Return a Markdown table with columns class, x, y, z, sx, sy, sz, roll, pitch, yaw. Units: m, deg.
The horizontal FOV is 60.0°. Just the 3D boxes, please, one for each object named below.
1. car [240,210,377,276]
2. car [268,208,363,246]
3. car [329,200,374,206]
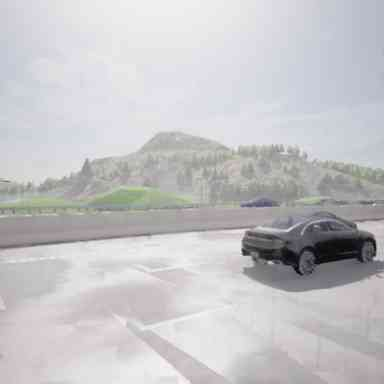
| class | x | y | z | sx | sy | sz | roll | pitch | yaw |
| --- | --- | --- | --- | --- | --- | --- | --- | --- | --- |
| car | 3.736 | 1.479 | 10.282 | 4.902 | 1.511 | 2.128 | 0 | 0 | -32 |
| car | 5.853 | 1.546 | 15.665 | 4.181 | 1.385 | 1.994 | 0 | 0 | -31 |
| car | 16.865 | 1.517 | 33.575 | 5.357 | 1.411 | 2.033 | 0 | 0 | -25 |
